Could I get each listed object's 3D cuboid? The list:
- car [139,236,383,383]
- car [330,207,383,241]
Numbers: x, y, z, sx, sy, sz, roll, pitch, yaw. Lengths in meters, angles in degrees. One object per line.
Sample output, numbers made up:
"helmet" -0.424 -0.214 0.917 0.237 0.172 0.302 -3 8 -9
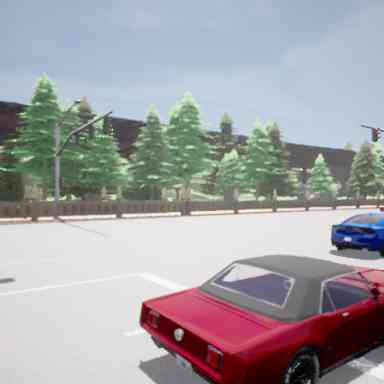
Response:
"car" 1.730 1.634 4.981 4.718 1.301 1.895 0 0 -35
"car" 7.665 1.582 13.509 5.008 1.535 1.882 0 0 -35
